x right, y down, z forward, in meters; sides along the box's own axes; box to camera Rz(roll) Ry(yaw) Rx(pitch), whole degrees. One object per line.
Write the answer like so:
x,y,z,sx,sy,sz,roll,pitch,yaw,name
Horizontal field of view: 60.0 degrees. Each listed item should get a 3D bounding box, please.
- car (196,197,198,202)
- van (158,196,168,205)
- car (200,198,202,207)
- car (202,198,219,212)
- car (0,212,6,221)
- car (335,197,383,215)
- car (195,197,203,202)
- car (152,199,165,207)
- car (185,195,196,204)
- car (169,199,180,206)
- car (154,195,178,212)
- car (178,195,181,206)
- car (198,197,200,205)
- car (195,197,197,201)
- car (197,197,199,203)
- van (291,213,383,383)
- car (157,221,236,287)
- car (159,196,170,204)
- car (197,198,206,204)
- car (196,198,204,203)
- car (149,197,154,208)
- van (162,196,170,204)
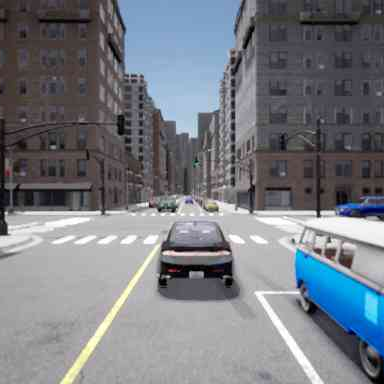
2.362,2.026,66.486,1.887,1.381,4.507,0,0,-1,car
-6.238,1.859,71.898,1.690,1.788,3.998,0,0,-1,van
2.585,1.808,49.910,1.967,1.590,4.097,0,0,-1,car
2.657,1.855,44.554,1.752,1.417,4.829,0,0,-1,car
-16.567,1.769,24.770,4.718,1.301,1.895,0,0,-1,car
15.293,1.431,28.589,5.566,2.045,2.150,0,0,-1,car
1.989,2.209,94.112,2.008,1.369,4.403,0,0,-1,car
-6.089,1.994,60.846,2.008,1.369,4.403,0,0,-1,car
-0.609,2.064,75.252,1.812,1.442,4.674,0,0,-1,car
-3.523,2.092,68.007,1.895,1.301,4.718,0,0,0,car
-3.288,1.547,43.850,2.150,2.045,5.566,0,0,-1,car
-3.424,1.621,54.509,2.150,2.045,5.566,0,0,-1,car
2.511,1.957,55.435,2.008,1.369,4.403,0,0,-1,car
2.288,2.069,72.010,2.008,1.369,4.403,0,0,-1,car
2.436,2.010,60.960,1.947,1.339,4.313,0,0,-1,car
2.856,1.381,5.197,1.690,1.788,3.998,0,0,0,van
0.096,1.566,9.538,2.128,1.511,4.902,0,0,0,car
-6.312,1.868,77.423,2.192,1.841,5.009,0,0,-1,car
2.213,2.136,77.536,1.802,1.307,4.206,0,0,-1,car
2.064,2.175,88.587,2.008,1.369,4.403,0,0,-1,car
-6.014,1.721,55.322,2.192,1.841,5.009,0,0,-1,car
-6.384,1.930,82.947,1.690,1.788,3.998,0,0,-1,van
